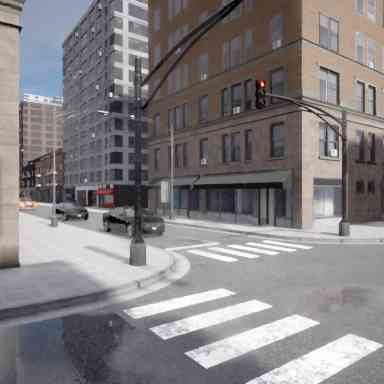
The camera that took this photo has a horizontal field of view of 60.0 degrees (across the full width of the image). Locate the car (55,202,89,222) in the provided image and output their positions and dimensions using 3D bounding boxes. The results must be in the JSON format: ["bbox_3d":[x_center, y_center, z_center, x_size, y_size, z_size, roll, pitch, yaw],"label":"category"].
[{"bbox_3d":[-10.278,1.598,28.068,1.882,1.535,5.008,0,0,-36],"label":"car"}]

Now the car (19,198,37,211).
[{"bbox_3d":[-22.209,1.564,44.562,2.097,1.767,4.553,0,0,-36],"label":"car"}]

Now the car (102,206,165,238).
[{"bbox_3d":[-3.354,1.546,18.566,1.882,1.535,5.008,0,0,-36],"label":"car"}]
